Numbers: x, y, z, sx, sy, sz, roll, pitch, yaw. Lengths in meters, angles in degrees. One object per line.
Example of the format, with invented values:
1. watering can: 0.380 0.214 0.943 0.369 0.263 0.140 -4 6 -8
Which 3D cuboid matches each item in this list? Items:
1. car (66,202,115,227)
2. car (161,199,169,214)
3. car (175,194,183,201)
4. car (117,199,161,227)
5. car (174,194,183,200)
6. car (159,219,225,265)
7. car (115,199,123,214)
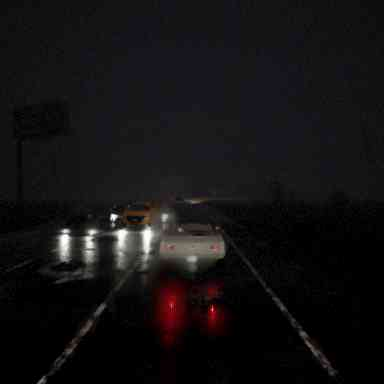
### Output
1. car: -6.992 1.454 22.883 1.882 1.535 5.008 0 0 0
2. car: -3.487 1.448 35.486 1.882 1.535 5.008 0 0 1
3. car: -3.031 1.466 75.973 1.895 1.301 4.718 0 0 -3
4. car: -3.491 1.459 22.881 1.882 1.535 5.008 0 0 0
5. car: -3.423 1.225 85.983 1.994 1.385 4.181 0 0 0
6. car: 0.010 1.594 11.566 1.895 1.301 4.718 0 0 0
7. car: -6.987 1.443 35.468 1.882 1.535 5.008 0 0 1
